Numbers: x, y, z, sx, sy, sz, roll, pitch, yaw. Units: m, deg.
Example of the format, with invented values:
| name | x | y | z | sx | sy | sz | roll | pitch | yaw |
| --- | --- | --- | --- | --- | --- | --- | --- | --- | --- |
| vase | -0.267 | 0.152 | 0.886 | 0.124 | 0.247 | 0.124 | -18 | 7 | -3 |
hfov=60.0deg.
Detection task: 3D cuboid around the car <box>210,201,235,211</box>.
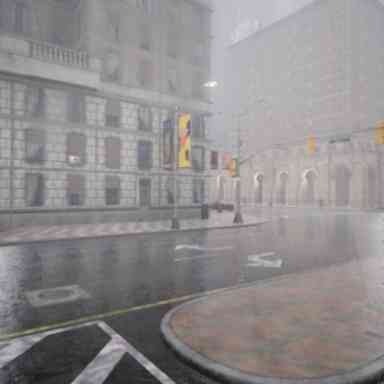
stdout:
| name | x | y | z | sx | sy | sz | roll | pitch | yaw |
| --- | --- | --- | --- | --- | --- | --- | --- | --- | --- |
| car | 3.370 | 1.790 | 43.437 | 1.895 | 1.301 | 4.718 | 0 | 0 | -36 |
